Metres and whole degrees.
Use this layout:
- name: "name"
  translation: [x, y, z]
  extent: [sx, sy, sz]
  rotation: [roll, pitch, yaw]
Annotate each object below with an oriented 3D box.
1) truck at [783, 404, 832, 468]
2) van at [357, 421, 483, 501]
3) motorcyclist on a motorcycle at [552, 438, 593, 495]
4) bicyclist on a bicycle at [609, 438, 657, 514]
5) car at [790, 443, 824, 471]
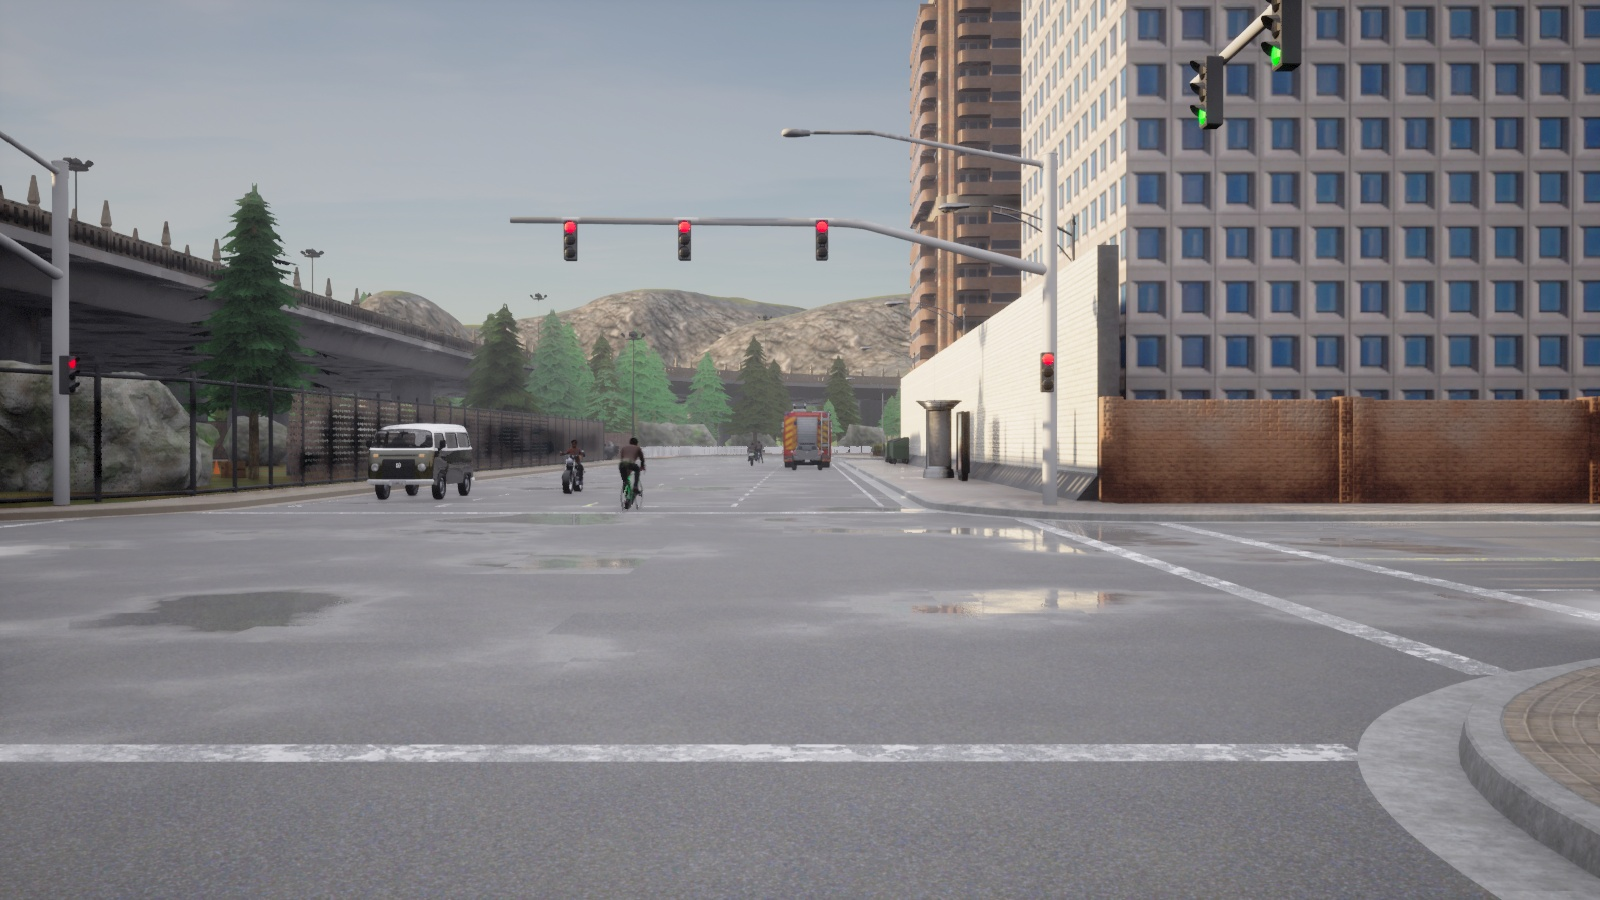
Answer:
- name: "truck"
  translation: [0.443, -0.860, 78.448]
  extent: [2.891, 3.827, 8.468]
  rotation: [0, 0, 0]
- name: "van"
  translation: [-10.298, 0.267, 34.391]
  extent: [2.069, 2.038, 4.480]
  rotation: [0, 0, 0]
- name: "motorcyclist on a motorcycle"
  translation: [-6.781, 0.480, 37.514]
  extent: [0.766, 1.649, 2.350]
  rotation: [0, 0, 0]
- name: "bicyclist on a bicycle"
  translation: [-3.670, 0.547, 27.708]
  extent: [0.582, 1.620, 1.656]
  rotation: [-1, 0, 9]
- name: "car"
  translation: [0.392, 0.371, 69.074]
  extent: [1.845, 1.501, 3.633]
  rotation: [0, 0, 0]
